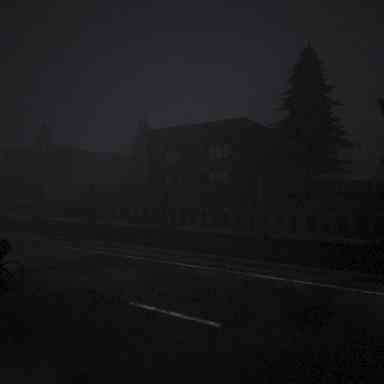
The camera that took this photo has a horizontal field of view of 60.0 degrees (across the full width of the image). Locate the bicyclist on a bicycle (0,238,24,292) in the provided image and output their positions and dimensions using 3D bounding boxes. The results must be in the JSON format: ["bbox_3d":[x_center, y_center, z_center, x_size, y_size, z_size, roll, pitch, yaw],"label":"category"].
[{"bbox_3d":[-4.450,1.454,7.201,0.582,1.620,1.656,0,1,34],"label":"bicyclist on a bicycle"}]
